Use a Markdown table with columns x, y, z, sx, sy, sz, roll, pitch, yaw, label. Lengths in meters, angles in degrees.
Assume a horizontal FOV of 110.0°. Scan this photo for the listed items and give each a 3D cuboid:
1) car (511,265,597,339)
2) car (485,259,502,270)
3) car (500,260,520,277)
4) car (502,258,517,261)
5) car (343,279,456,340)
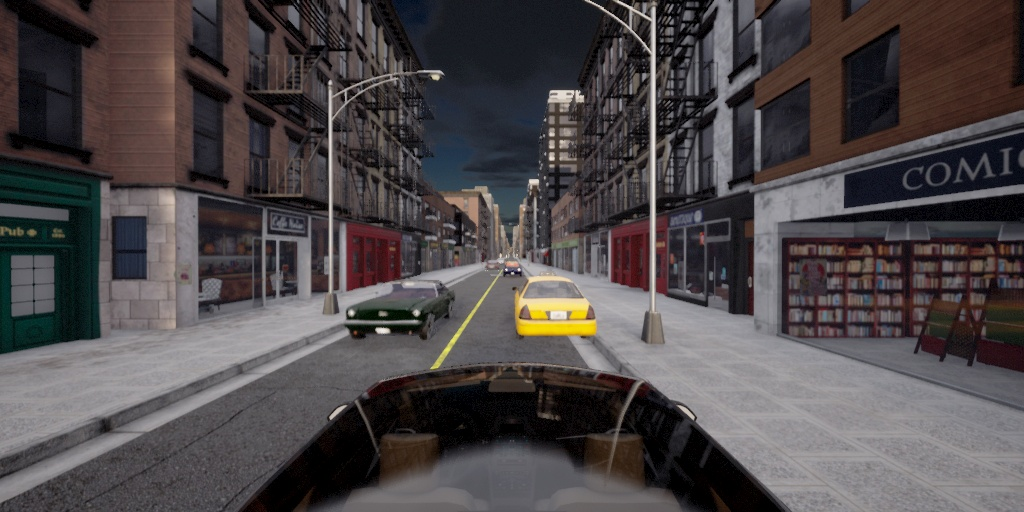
| x | y | z | sx | sy | sz | roll | pitch | yaw | label |
| --- | --- | --- | --- | --- | --- | --- | --- | --- | --- |
| 0.965 | 1.202 | 9.991 | 1.801 | 1.575 | 5.366 | 0 | 0 | 0 | car |
| -2.825 | 1.290 | 51.799 | 1.812 | 1.442 | 4.674 | 0 | 0 | 0 | car |
| 0.077 | 1.352 | 36.033 | 1.895 | 1.301 | 4.718 | 0 | 0 | 0 | car |
| 0.055 | 1.114 | 49.202 | 2.097 | 1.767 | 4.553 | 0 | 0 | 0 | car |
| -2.847 | 1.346 | 10.116 | 1.895 | 1.301 | 4.718 | 0 | 0 | 0 | car |
